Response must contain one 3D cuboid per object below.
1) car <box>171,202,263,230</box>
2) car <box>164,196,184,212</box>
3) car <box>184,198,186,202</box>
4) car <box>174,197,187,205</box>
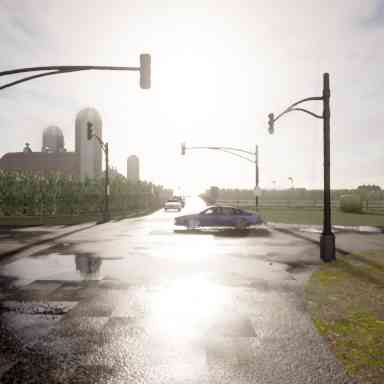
[{"bbox_3d":[1.559,1.544,20.426,5.357,1.411,2.033,0,0,-3],"label":"car"},{"bbox_3d":[-2.271,1.565,40.160,1.812,1.442,4.674,0,0,1],"label":"car"},{"bbox_3d":[-2.177,1.406,49.987,2.097,1.767,4.553,0,0,1],"label":"car"},{"bbox_3d":[-2.054,1.622,60.581,2.033,1.411,5.357,0,0,1],"label":"car"}]
